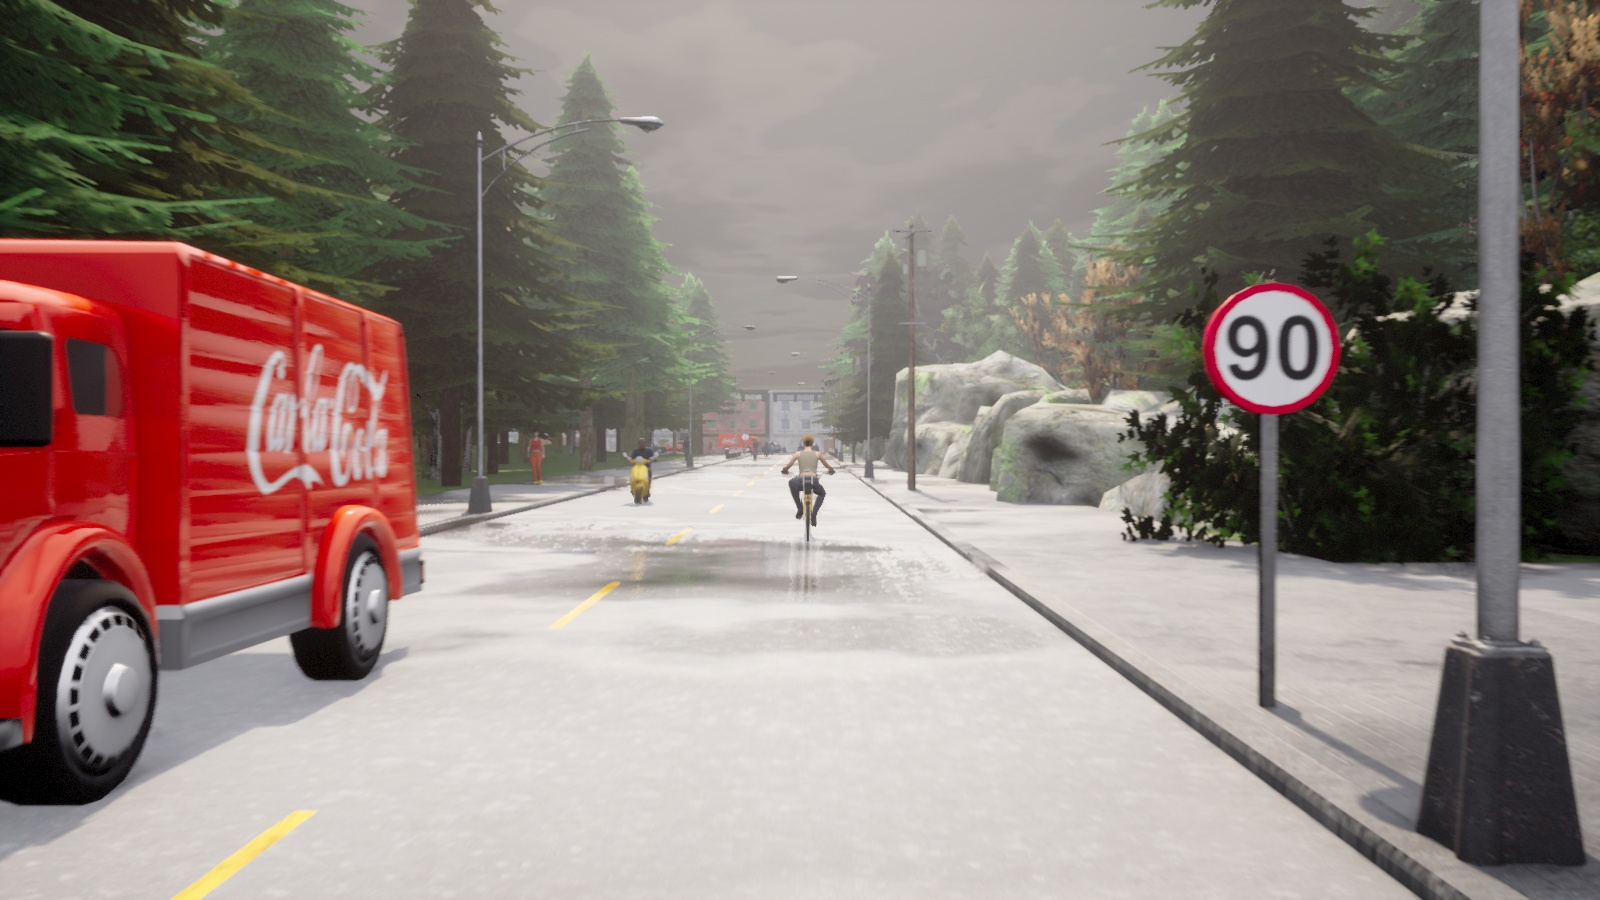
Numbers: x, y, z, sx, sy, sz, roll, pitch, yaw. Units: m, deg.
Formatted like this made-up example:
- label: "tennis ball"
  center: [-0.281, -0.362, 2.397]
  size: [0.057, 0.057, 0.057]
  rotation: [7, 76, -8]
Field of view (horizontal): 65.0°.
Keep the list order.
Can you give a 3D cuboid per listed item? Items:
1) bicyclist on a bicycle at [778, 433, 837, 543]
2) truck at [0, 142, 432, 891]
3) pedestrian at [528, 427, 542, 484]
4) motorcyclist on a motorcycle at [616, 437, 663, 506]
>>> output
- label: "bicyclist on a bicycle"
  center: [0.123, 0.556, 19.210]
  size: [0.866, 1.612, 1.509]
  rotation: [0, 0, 1]
- label: "truck"
  center: [-3.952, 0.219, 6.415]
  size: [2.627, 2.467, 5.204]
  rotation: [0, 0, 0]
- label: "pedestrian"
  center: [-8.601, 0.179, 40.757]
  size: [0.345, 1.836, 0.594]
  rotation: [0, 0, 0]
- label: "motorcyclist on a motorcycle"
  center: [-3.798, 0.499, 29.814]
  size: [0.866, 1.590, 1.817]
  rotation: [0, 0, 0]
